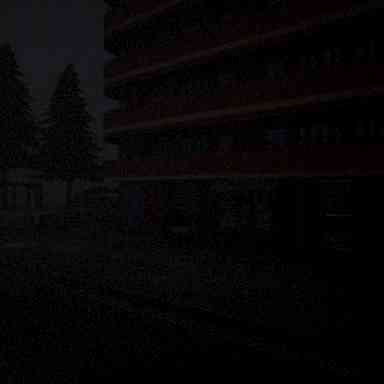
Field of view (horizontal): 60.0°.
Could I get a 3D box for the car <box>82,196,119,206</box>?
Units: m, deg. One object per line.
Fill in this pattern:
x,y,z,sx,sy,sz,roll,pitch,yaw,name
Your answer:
-13.959,1.374,51.008,2.033,1.411,5.357,0,0,39,car

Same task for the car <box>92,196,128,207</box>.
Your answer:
-11.800,1.341,48.015,1.837,1.490,4.892,0,0,39,car

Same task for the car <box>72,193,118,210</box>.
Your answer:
-10.785,1.081,37.733,2.150,2.045,5.566,0,1,36,car
